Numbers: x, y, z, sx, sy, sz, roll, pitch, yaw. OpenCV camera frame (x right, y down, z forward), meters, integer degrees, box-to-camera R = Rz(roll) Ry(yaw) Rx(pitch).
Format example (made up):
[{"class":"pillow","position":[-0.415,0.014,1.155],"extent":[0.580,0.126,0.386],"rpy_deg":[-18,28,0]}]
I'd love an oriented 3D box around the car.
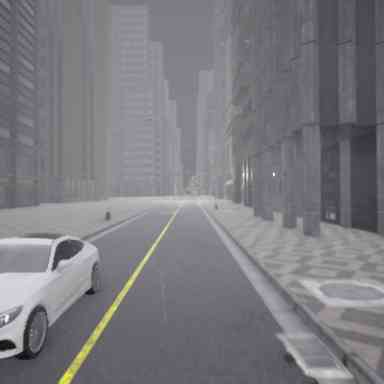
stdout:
[{"class":"car","position":[-3.028,1.542,6.127],"extent":[1.812,1.442,4.674],"rpy_deg":[0,0,0]}]
